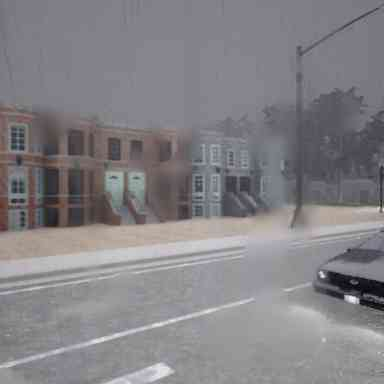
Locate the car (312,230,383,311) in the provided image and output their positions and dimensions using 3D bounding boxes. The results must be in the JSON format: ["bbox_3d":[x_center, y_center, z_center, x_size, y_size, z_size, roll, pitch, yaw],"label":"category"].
[{"bbox_3d":[5.041,1.533,7.488,5.357,1.411,2.033,0,0,-35],"label":"car"}]
